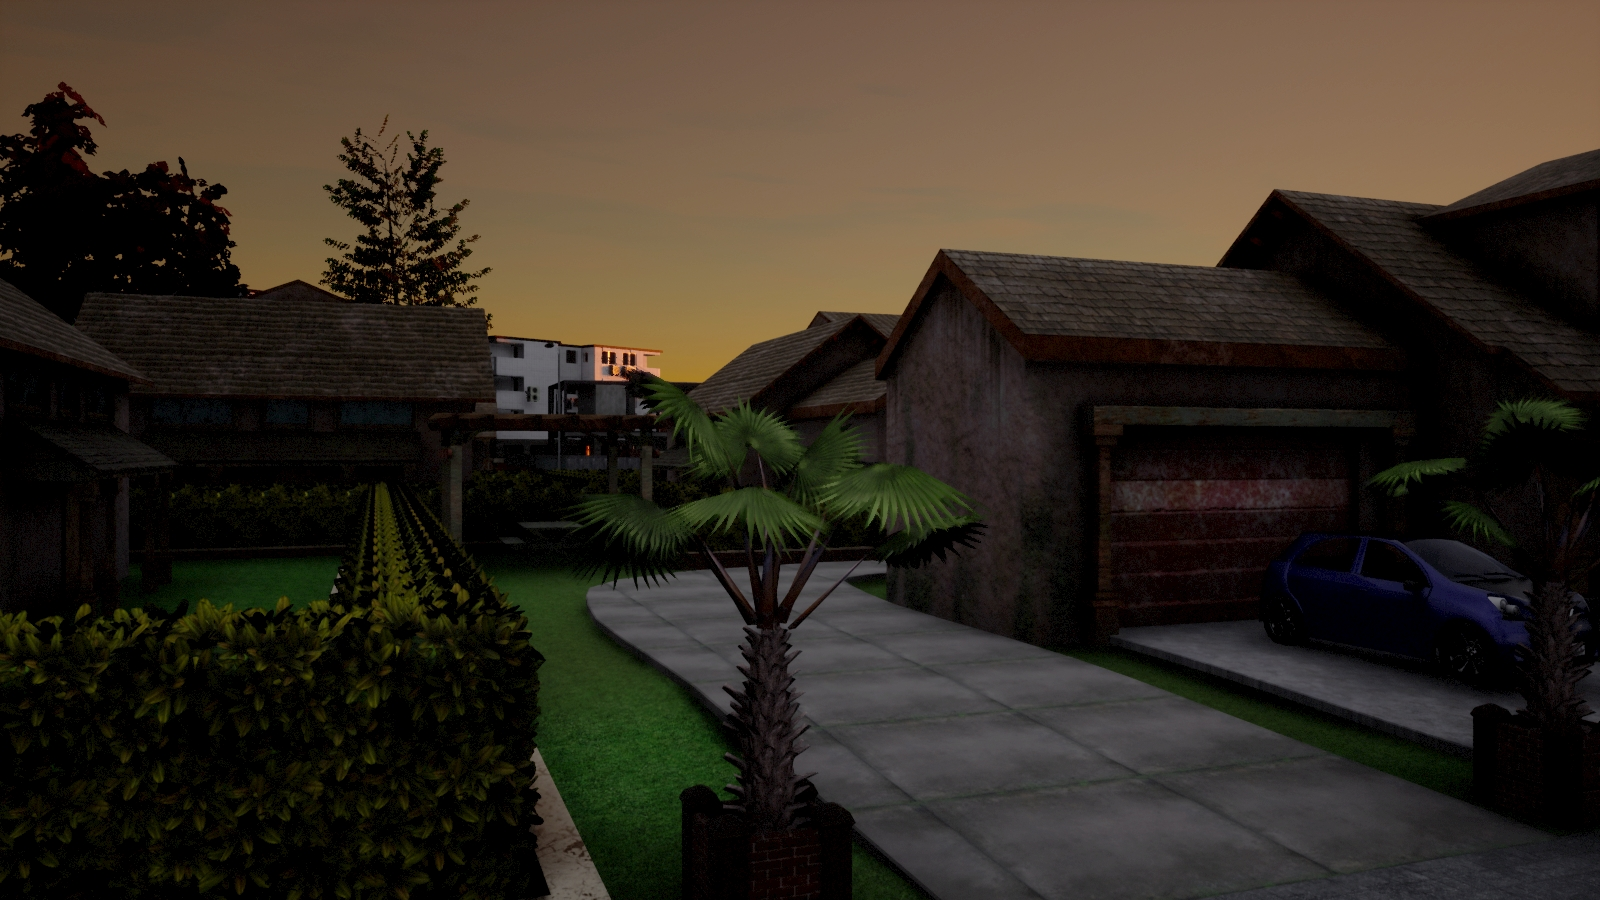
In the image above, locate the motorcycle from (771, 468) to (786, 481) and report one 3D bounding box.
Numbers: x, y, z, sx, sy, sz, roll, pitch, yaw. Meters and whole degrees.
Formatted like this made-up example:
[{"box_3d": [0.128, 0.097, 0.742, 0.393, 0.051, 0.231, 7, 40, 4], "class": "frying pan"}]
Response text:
[{"box_3d": [-1.939, 2.199, 102.837, 0.803, 1.199, 2.033, 0, 0, -20], "class": "motorcycle"}]
